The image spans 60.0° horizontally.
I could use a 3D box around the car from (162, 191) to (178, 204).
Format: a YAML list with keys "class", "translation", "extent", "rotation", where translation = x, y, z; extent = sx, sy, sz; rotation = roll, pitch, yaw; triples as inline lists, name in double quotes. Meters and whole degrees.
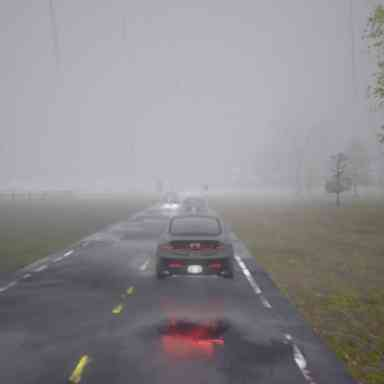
- class: "car"
  translation: [-2.641, 0.667, 42.046]
  extent: [2.128, 1.511, 4.902]
  rotation: [0, 1, 1]

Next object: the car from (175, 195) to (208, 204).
- class: "car"
  translation: [0.147, 1.082, 23.939]
  extent: [2.033, 1.411, 5.357]
  rotation: [0, 1, 1]

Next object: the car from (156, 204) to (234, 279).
- class: "car"
  translation: [0.086, 1.322, 9.398]
  extent: [1.837, 1.490, 4.892]
  rotation: [0, 1, 1]
